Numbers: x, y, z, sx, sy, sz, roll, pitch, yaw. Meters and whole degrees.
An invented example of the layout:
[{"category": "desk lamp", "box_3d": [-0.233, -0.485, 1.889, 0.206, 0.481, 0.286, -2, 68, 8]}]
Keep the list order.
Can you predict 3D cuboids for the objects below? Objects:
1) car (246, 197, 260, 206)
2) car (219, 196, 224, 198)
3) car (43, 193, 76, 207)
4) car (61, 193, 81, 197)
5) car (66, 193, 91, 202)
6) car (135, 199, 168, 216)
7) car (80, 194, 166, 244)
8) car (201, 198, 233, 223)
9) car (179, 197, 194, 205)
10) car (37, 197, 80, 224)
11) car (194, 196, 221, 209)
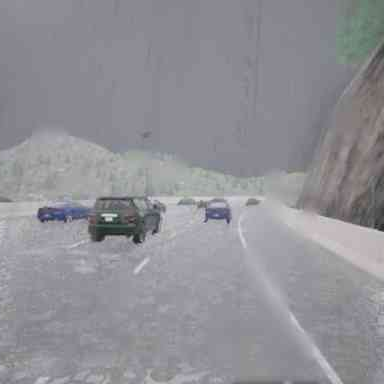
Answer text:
[{"category": "car", "box_3d": [11.012, 1.684, 59.455, 1.837, 1.490, 4.892, 0, 0, 21]}, {"category": "car", "box_3d": [5.264, 1.572, 64.381, 1.882, 1.535, 5.008, 0, 0, 23]}, {"category": "car", "box_3d": [-18.738, 1.085, 47.170, 2.097, 1.767, 4.553, 1, 0, 14]}, {"category": "car", "box_3d": [-15.946, 1.254, 43.854, 1.882, 1.535, 5.008, 1, 0, 13]}, {"category": "car", "box_3d": [-21.413, 1.006, 62.874, 1.837, 1.490, 4.892, 1, 0, 19]}, {"category": "car", "box_3d": [-3.936, 1.476, 32.986, 1.812, 1.442, 4.674, 1, 0, 12]}, {"category": "car", "box_3d": [-3.007, 1.181, 15.947, 2.150, 2.045, 5.566, 0, 0, 7]}, {"category": "car", "box_3d": [2.181, 1.516, 26.350, 1.882, 1.535, 5.008, 1, 0, 10]}, {"category": "car", "box_3d": [-0.793, 1.567, 57.626, 1.994, 1.385, 4.181, 1, 0, 19]}, {"category": "car", "box_3d": [-8.869, 1.353, 23.611, 1.882, 1.535, 5.008, 1, 0, 8]}, {"category": "car", "box_3d": [2.177, 1.645, 45.677, 1.895, 1.301, 4.718, 1, 0, 17]}]
